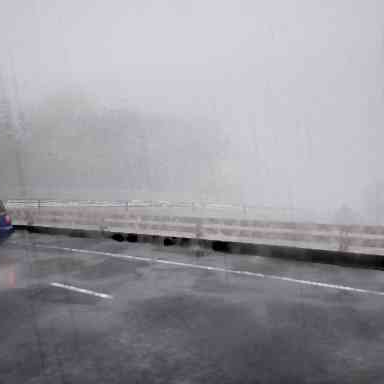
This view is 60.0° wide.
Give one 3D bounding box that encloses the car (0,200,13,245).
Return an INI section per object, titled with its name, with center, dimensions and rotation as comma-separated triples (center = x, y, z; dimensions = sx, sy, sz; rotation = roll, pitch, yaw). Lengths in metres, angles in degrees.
[car]
center = -9.942, 1.256, 13.830
dimensions = 5.566, 2.045, 2.150
rotation = 0, 0, 27
